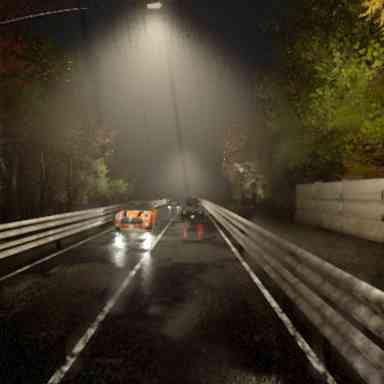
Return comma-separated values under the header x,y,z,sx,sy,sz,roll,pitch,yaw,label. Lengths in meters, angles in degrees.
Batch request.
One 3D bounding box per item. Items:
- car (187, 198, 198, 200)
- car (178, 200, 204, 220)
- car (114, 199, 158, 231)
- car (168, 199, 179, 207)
x,y,z,sx,sy,sz,roll,pitch,yaw,label
0.087,1.533,43.364,2.097,1.767,4.553,0,-1,0,car
0.058,1.632,27.854,1.895,1.301,4.718,0,0,0,car
-3.345,1.346,20.586,2.097,1.767,4.553,0,0,0,car
-3.275,1.992,61.352,1.812,1.442,4.674,0,-1,1,car
